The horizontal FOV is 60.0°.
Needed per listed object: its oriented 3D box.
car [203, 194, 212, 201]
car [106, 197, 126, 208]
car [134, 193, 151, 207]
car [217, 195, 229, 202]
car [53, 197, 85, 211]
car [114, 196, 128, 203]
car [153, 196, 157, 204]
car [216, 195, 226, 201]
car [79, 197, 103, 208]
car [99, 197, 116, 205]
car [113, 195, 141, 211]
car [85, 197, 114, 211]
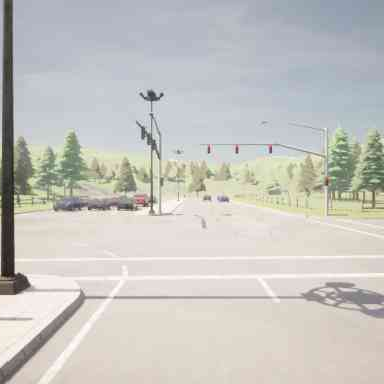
[{"bbox_3d":[3.830,1.390,84.011,2.097,1.767,4.553,0,0,2],"label":"car"},{"bbox_3d":[-11.545,1.498,50.603,1.882,1.535,5.008,0,0,0],"label":"car"},{"bbox_3d":[-8.045,1.243,51.678,2.150,2.045,5.566,0,0,0],"label":"car"},{"bbox_3d":[7.111,1.508,73.865,1.882,1.535,5.008,0,0,1],"label":"car"},{"bbox_3d":[-15.061,1.368,40.372,2.097,1.767,4.553,0,0,0],"label":"car"},{"bbox_3d":[-14.925,1.528,70.430,1.837,1.490,4.892,0,0,0],"label":"car"},{"bbox_3d":[-7.963,1.575,65.729,2.033,1.411,5.357,0,0,1],"label":"car"},{"bbox_3d":[7.339,1.560,84.268,2.128,1.511,4.902,0,0,2],"label":"car"},{"bbox_3d":[-15.048,1.568,49.831,2.033,1.411,5.357,0,0,0],"label":"car"},{"bbox_3d":[-15.020,1.588,59.069,1.994,1.385,4.181,0,0,0],"label":"car"},{"bbox_3d":[-8.055,1.495,41.744,1.882,1.535,5.008,0,0,0],"label":"car"},{"bbox_3d":[-11.559,1.581,41.626,1.994,1.385,4.181,0,0,0],"label":"car"}]
